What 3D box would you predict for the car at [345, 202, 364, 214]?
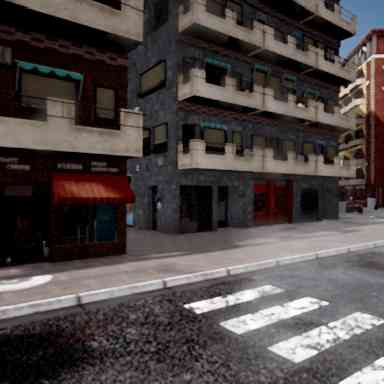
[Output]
[{"bbox_3d":[17.972,1.782,38.399,1.895,1.301,4.718,0,0,5],"label":"car"}]
